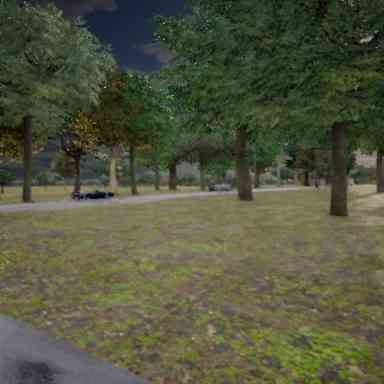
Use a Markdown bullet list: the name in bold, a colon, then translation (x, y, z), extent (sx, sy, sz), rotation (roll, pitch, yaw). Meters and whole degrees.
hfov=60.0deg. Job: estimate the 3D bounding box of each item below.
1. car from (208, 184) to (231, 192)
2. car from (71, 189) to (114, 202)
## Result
- **car**: translation (4.965, -0.704, 58.950), extent (2.033, 1.411, 5.357), rotation (0, 2, 38)
- **car**: translation (-11.289, 0.337, 38.001), extent (1.895, 1.301, 4.718), rotation (0, 2, 38)
